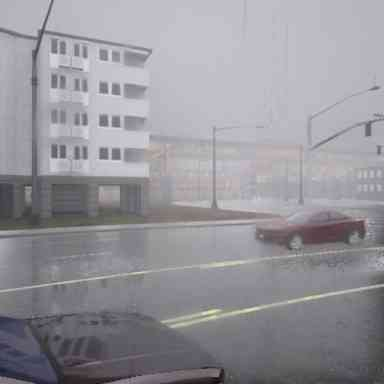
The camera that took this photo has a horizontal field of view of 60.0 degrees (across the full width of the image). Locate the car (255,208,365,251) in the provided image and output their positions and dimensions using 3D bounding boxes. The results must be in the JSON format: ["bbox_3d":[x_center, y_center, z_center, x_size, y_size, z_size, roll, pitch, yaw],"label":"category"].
[{"bbox_3d":[5.011,1.471,14.038,5.008,1.535,1.882,0,0,-24],"label":"car"}]

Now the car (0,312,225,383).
[{"bbox_3d":[-2.230,1.546,2.043,5.357,1.411,2.033,0,0,-36],"label":"car"}]
